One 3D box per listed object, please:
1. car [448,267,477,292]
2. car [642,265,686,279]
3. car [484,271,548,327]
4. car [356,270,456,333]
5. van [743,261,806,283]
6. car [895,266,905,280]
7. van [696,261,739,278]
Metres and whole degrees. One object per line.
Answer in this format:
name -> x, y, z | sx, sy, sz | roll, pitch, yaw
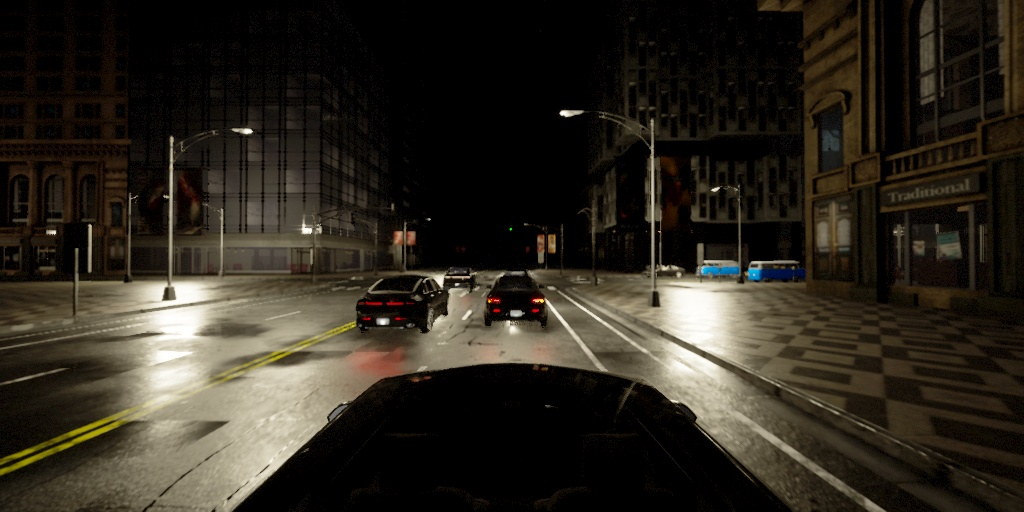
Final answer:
car -> -3.341, 1.469, 23.236 | 2.128, 1.511, 4.902 | 0, 0, -4
car -> 15.932, 1.643, 37.674 | 4.403, 1.370, 2.007 | 0, 0, 0
car -> 0.113, 1.382, 11.810 | 1.812, 1.442, 4.674 | 0, -1, 0
car -> -3.137, 1.356, 11.152 | 1.837, 1.490, 4.892 | 0, 0, 0
van -> 21.502, 1.323, 29.117 | 3.998, 1.789, 1.690 | 0, 0, 0
car -> 32.739, 1.542, 29.052 | 4.207, 1.307, 1.802 | 0, 0, 0
van -> 21.550, 1.422, 37.641 | 3.998, 1.789, 1.690 | 0, 0, 0
